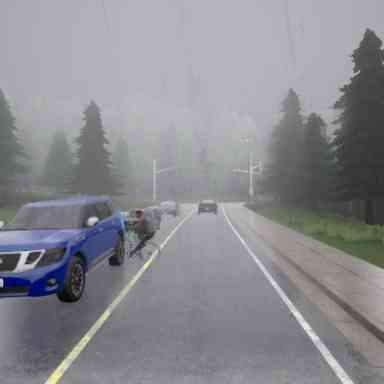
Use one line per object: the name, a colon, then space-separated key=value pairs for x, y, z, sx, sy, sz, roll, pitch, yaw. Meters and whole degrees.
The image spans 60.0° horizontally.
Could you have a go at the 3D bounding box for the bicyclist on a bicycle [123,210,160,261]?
bicyclist on a bicycle: x=-1.744 y=1.432 z=10.823 sx=1.656 sy=1.620 sz=0.582 roll=14 pitch=-2 yaw=-4

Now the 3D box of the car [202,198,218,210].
car: x=2.463 y=1.574 z=44.994 sx=1.994 sy=1.385 sz=4.181 roll=0 pitch=0 yaw=5

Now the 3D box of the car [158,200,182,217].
car: x=-2.159 y=1.533 z=31.305 sx=1.812 sy=1.442 sz=4.674 roll=0 pitch=1 yaw=4

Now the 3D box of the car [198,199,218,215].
car: x=1.687 y=1.485 z=34.539 sx=1.882 sy=1.535 sz=5.008 roll=0 pitch=0 yaw=5

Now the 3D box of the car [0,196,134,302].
car: x=-3.339 y=1.187 z=8.623 sx=2.150 sy=2.045 sz=5.566 roll=-3 pitch=1 yaw=3

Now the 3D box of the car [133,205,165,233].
car: x=-2.881 y=1.604 z=18.457 sx=1.895 sy=1.301 sz=4.718 roll=0 pitch=0 yaw=2
